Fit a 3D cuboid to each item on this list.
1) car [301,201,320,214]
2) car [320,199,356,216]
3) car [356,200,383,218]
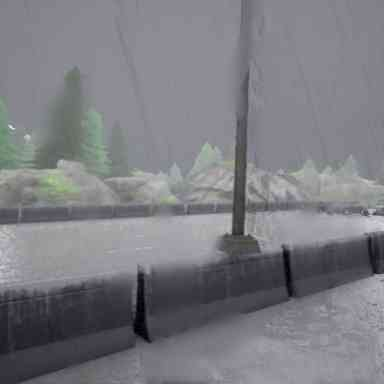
[{"bbox_3d":[13.638,1.612,35.101,4.718,1.301,1.895,0,0,-36],"label":"car"},{"bbox_3d":[14.660,1.474,31.548,4.892,1.490,1.837,1,-1,-35],"label":"car"},{"bbox_3d":[16.688,1.459,28.695,4.902,1.511,2.128,1,0,-35],"label":"car"}]
